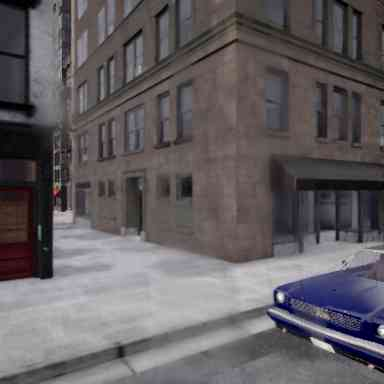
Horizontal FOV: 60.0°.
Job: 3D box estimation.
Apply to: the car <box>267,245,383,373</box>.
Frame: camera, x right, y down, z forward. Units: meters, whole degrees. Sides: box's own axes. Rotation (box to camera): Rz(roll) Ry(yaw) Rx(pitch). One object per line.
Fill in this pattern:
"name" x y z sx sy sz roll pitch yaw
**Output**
"car" 3.452 1.610 5.426 4.718 1.301 1.895 0 0 -34
